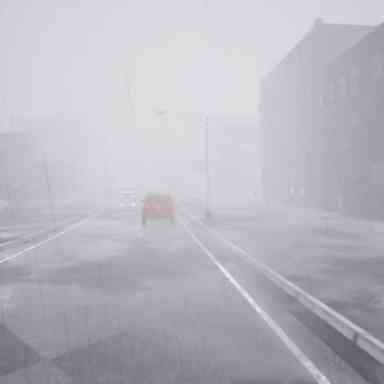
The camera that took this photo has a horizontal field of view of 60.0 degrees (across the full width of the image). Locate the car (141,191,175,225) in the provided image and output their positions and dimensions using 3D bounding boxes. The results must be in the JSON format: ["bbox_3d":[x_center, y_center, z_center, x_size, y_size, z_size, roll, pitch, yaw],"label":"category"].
[{"bbox_3d":[-2.441,1.096,23.779,2.150,2.045,5.566,-1,1,-7],"label":"car"}]

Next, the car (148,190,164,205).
[{"bbox_3d":[-4.611,0.629,42.376,1.882,1.535,5.008,-1,3,-7],"label":"car"}]

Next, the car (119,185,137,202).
[{"bbox_3d":[-8.748,0.174,46.058,2.150,2.045,5.566,-1,3,-6],"label":"car"}]
